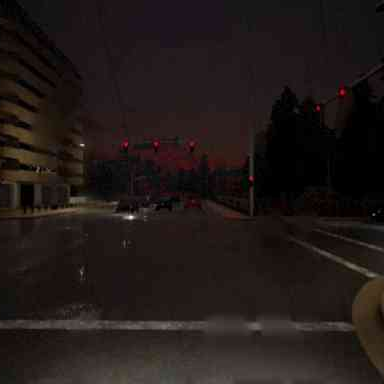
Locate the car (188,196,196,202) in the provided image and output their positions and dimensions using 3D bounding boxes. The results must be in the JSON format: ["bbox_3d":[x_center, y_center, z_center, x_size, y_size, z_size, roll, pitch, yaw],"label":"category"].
[{"bbox_3d":[-0.045,1.552,76.448,1.812,1.442,4.674,0,0,0],"label":"car"}]

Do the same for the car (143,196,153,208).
[{"bbox_3d":[-7.112,1.543,47.271,1.812,1.442,4.674,0,0,0],"label":"car"}]

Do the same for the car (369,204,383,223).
[{"bbox_3d":[15.128,1.174,22.485,5.566,2.045,2.150,0,0,3],"label":"car"}]

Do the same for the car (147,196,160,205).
[{"bbox_3d":[-7.086,1.528,61.687,1.837,1.490,4.892,0,0,0],"label":"car"}]

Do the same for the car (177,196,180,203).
[{"bbox_3d":[-3.516,1.503,68.463,1.882,1.535,5.008,0,0,0],"label":"car"}]

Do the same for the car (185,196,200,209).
[{"bbox_3d":[0.073,1.369,47.103,2.097,1.767,4.553,0,0,0],"label":"car"}]

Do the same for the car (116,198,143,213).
[{"bbox_3d":[-7.110,1.491,36.966,1.882,1.535,5.008,0,0,0],"label":"car"}]

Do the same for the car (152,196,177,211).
[{"bbox_3d":[-3.425,1.563,41.861,2.033,1.411,5.357,0,0,0],"label":"car"}]
